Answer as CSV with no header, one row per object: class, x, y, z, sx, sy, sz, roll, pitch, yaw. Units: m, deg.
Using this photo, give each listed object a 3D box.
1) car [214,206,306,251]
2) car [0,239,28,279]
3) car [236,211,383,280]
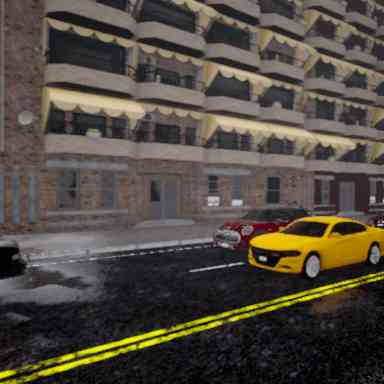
car,3.090,1.392,13.586,4.553,1.767,2.097,0,0,-34
car,-6.478,1.526,6.963,5.357,1.411,2.033,0,0,-35
car,3.955,1.516,10.250,5.008,1.535,1.882,0,0,-34
